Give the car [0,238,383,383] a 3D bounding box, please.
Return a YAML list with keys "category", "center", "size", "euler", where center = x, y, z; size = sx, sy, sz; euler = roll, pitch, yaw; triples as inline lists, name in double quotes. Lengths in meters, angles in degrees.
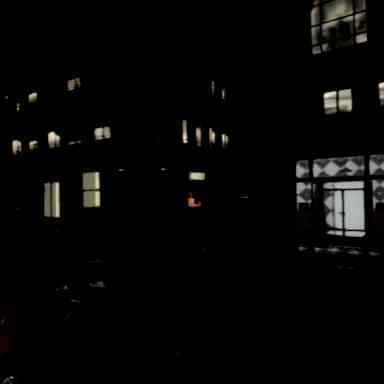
- category: "car"
  center: [0.401, 1.317, 2.610]
  size: [5.009, 1.841, 2.192]
  euler: [0, -1, 36]
